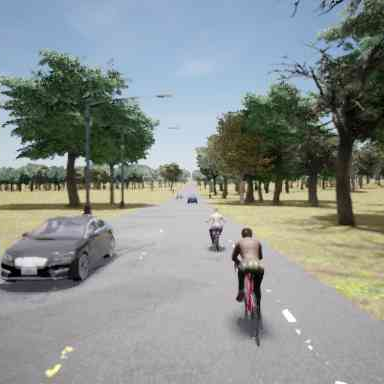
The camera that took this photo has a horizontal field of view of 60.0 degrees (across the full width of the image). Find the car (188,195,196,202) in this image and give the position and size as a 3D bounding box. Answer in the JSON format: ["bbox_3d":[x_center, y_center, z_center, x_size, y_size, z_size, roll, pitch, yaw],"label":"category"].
[{"bbox_3d":[-0.027,1.384,75.849,1.882,1.535,5.008,0,0,0],"label":"car"}]

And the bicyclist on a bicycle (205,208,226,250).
[{"bbox_3d":[0.955,1.426,13.155,0.866,1.612,1.509,0,0,0],"label":"bicyclist on a bicycle"}]

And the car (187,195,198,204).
[{"bbox_3d":[0.077,1.435,64.663,1.882,1.535,5.008,0,0,0],"label":"car"}]

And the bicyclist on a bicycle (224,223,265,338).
[{"bbox_3d":[0.960,1.447,5.660,0.582,1.620,1.656,0,0,0],"label":"bicyclist on a bicycle"}]

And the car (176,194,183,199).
[{"bbox_3d":[-3.533,1.311,93.029,2.128,1.511,4.902,0,0,0],"label":"car"}]

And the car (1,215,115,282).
[{"bbox_3d":[-3.604,1.483,9.811,2.128,1.511,4.902,0,0,0],"label":"car"}]
